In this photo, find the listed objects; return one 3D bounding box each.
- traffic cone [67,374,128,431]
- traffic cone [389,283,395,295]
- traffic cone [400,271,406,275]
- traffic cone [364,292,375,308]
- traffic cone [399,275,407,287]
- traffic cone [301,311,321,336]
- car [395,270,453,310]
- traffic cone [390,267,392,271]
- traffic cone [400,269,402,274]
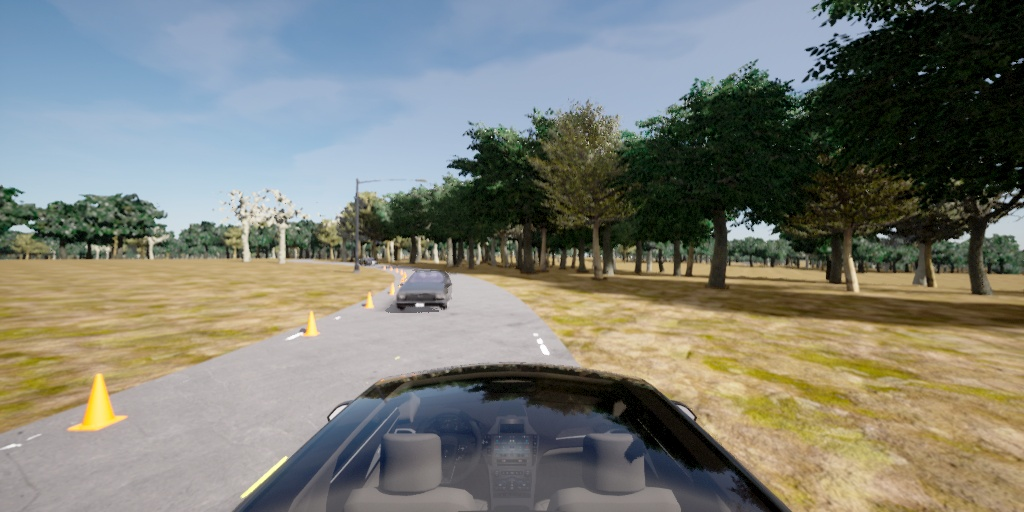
[{"bbox_3d":[-4.894,1.695,4.246,0.340,0.580,0.340,0,0,-1],"label":"traffic cone"},{"bbox_3d":[-6.249,1.708,18.746,0.340,0.580,0.340,0,0,-10],"label":"traffic cone"},{"bbox_3d":[-8.401,1.707,28.219,0.340,0.580,0.340,0,0,-16],"label":"traffic cone"},{"bbox_3d":[-5.546,1.705,13.939,0.340,0.580,0.340,0,0,-7],"label":"traffic cone"},{"bbox_3d":[-7.201,1.710,23.511,0.340,0.580,0.340,0,0,-13],"label":"traffic cone"},{"bbox_3d":[-5.093,1.700,9.101,0.340,0.580,0.340,0,0,-4],"label":"traffic cone"},{"bbox_3d":[-3.444,1.307,14.974,2.033,1.411,5.357,0,0,-6],"label":"car"},{"bbox_3d":[-15.592,1.630,46.240,0.340,0.580,0.340,0,0,-28],"label":"traffic cone"},{"bbox_3d":[-9.844,1.697,32.859,0.340,0.580,0.340,0,0,-19],"label":"traffic cone"}]
